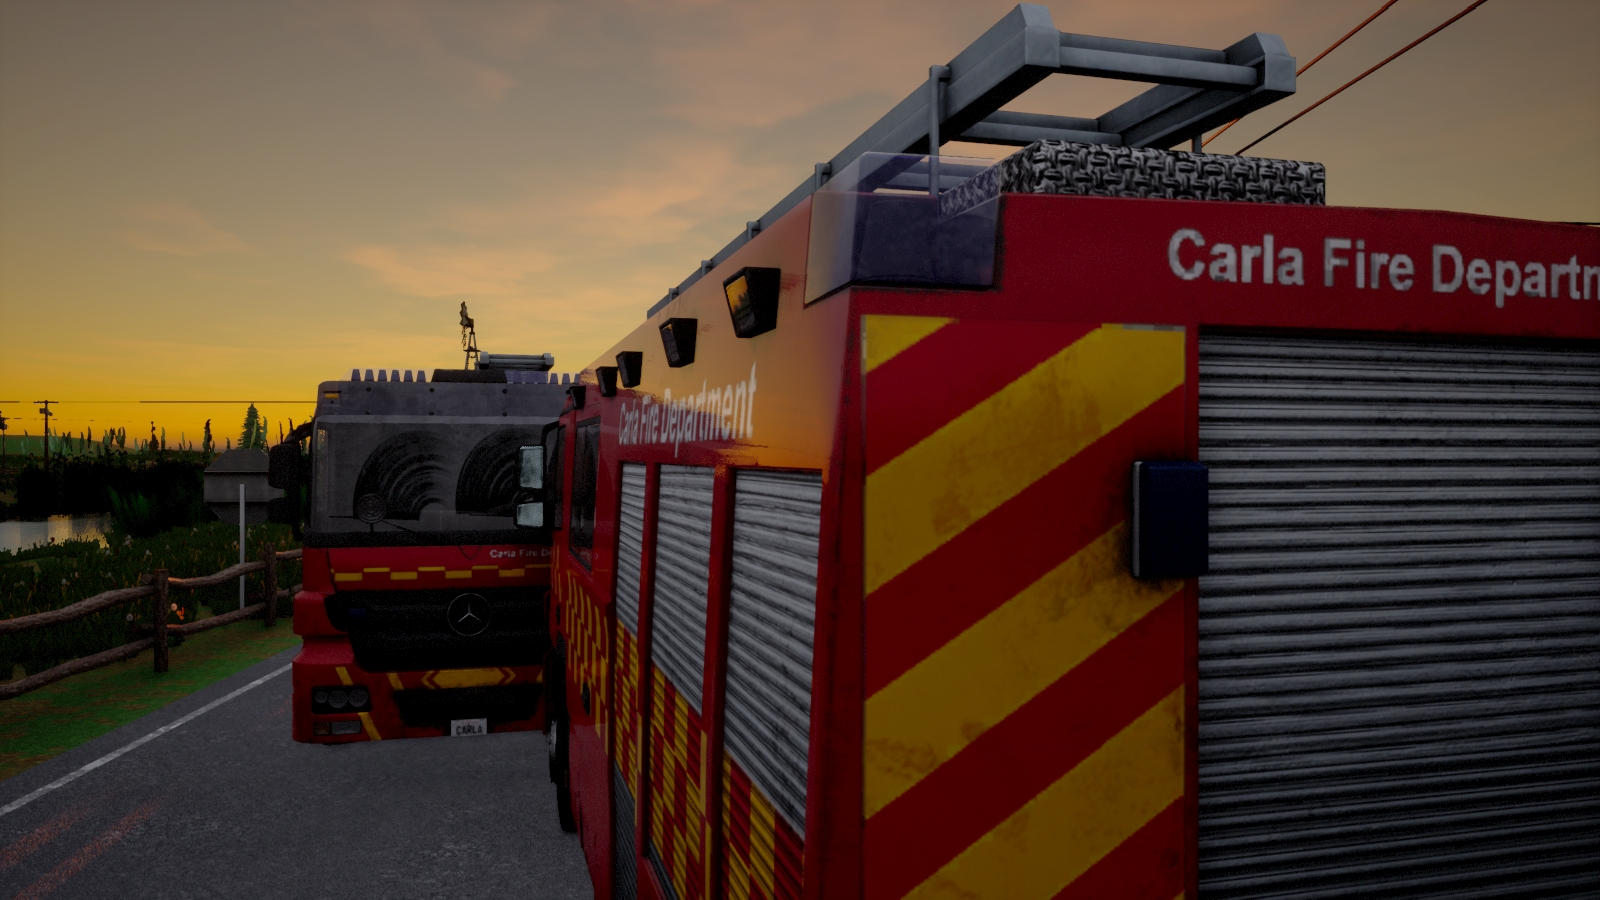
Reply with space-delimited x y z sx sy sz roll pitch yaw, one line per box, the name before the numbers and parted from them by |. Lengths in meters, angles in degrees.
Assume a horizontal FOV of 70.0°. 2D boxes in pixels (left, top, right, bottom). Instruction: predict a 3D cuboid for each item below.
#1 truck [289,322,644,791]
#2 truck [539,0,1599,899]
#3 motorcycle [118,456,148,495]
truck | -3.938 0.862 13.792 2.891 3.827 8.468 0 0 -16
truck | 0.144 0.867 6.872 2.891 3.827 8.468 0 0 -16
motorcycle | -41.468 1.577 71.039 0.803 2.348 2.033 0 0 -4
